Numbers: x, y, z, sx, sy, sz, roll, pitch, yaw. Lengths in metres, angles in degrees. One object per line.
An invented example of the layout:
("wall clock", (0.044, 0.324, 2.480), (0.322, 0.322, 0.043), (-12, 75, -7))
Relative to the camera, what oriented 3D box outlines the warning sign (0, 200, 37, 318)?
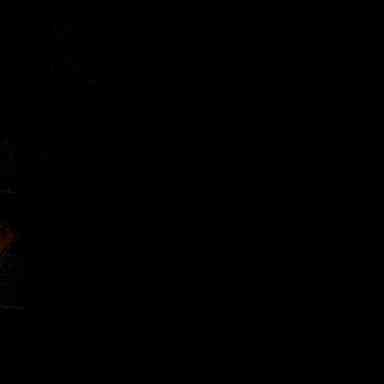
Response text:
("warning sign", (-3.543, 1.085, 5.574), (1.060, 1.860, 1.300), (-1, 1, 36))
